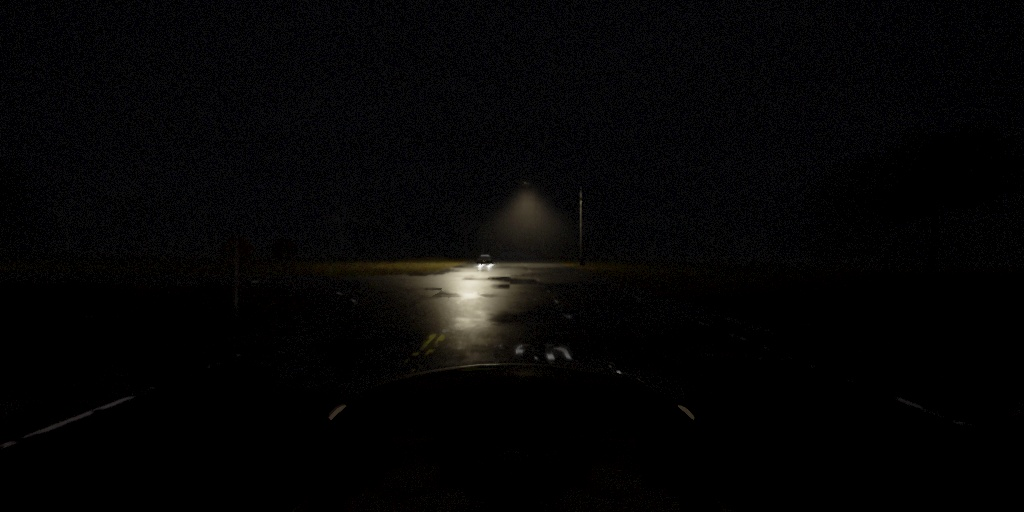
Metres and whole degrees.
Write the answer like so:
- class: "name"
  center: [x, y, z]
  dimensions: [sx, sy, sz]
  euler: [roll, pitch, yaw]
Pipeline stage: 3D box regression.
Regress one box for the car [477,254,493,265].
- class: "car"
  center: [-3.572, 0.440, 47.740]
  dimensions: [1.994, 1.385, 4.181]
  euler: [0, 1, 0]
